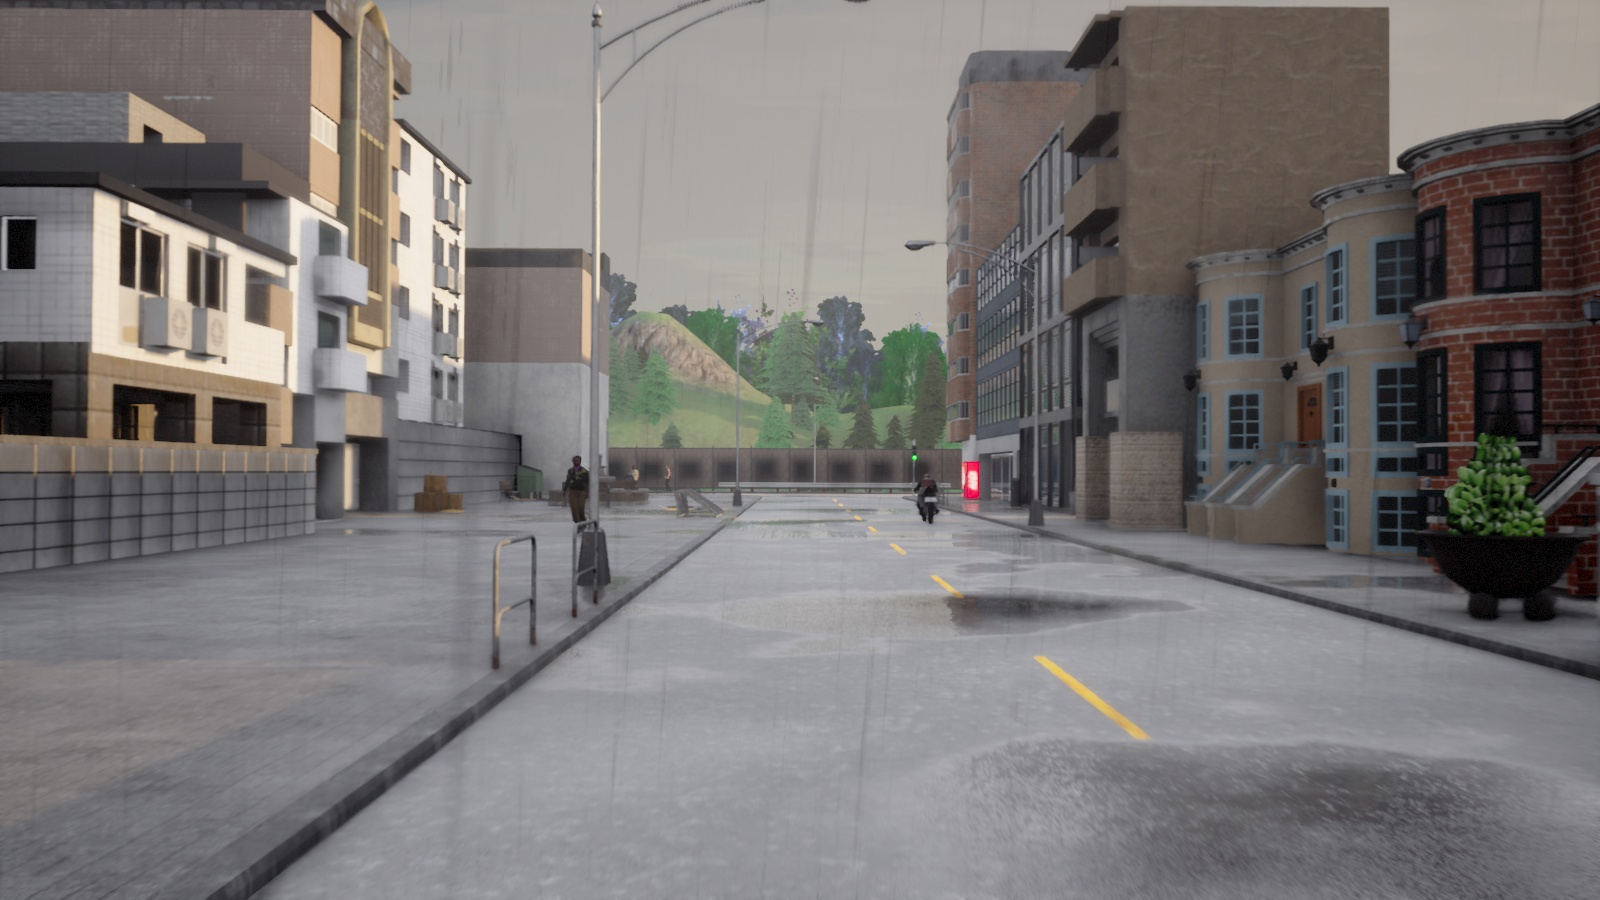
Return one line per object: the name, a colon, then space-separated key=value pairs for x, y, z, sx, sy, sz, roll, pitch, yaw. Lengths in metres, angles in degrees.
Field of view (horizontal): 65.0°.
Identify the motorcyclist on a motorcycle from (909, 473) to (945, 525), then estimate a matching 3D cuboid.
motorcyclist on a motorcycle: x=3.905 y=1.481 z=38.660 sx=0.866 sy=1.530 sz=2.191 roll=0 pitch=-1 yaw=0
